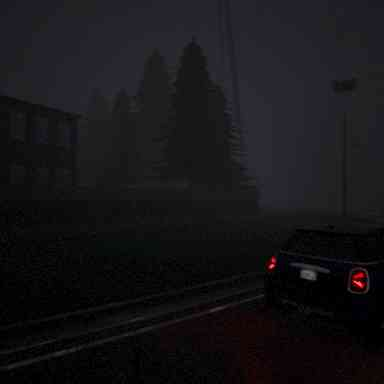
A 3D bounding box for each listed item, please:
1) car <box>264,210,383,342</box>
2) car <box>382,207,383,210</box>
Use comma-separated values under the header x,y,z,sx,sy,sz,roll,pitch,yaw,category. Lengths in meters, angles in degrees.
x,y,z,sx,sy,sz,roll,pitch,yaw,category
3.564,1.415,6.897,4.553,1.767,2.097,1,-1,-40,car
22.016,1.933,34.959,1.895,1.301,4.718,0,0,2,car
